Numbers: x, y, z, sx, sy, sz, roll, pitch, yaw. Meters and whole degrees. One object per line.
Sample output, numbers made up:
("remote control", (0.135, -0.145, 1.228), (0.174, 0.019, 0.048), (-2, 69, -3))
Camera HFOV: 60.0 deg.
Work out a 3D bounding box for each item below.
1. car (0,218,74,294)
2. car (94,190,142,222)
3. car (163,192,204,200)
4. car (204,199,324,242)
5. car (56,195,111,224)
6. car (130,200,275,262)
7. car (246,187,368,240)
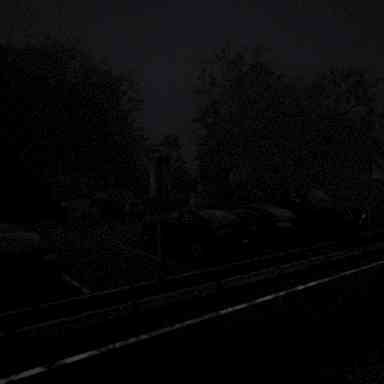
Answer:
("car", (-4.513, 1.448, 7.988), (2.002, 1.452, 4.674), (-2, 1, -36))
("car", (-5.193, 0.862, 22.990), (2.435, 2.045, 5.566), (-2, 1, -36))
("car", (-0.491, 0.788, 26.353), (2.185, 1.767, 4.553), (-1, 1, -36))
("car", (2.349, 1.173, 12.960), (2.002, 1.452, 4.674), (-2, 1, -36))
("car", (-7.392, 1.202, 21.439), (2.231, 1.521, 4.892), (-2, 1, -36))
("car", (0.062, 1.226, 11.299), (2.097, 1.535, 5.008), (-2, 1, -36))
("car", (4.643, 0.789, 14.590), (2.435, 2.045, 5.566), (-2, 2, -36))
